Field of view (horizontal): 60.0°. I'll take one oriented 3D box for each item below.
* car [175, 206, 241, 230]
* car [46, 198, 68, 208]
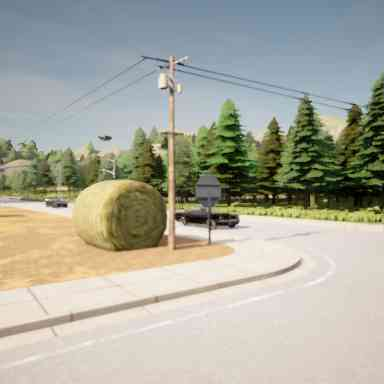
[{"bbox_3d":[0.935,1.622,21.720,1.895,1.301,4.718,0,0,-38],"label":"car"},{"bbox_3d":[-19.446,1.571,47.703,2.033,1.411,5.357,0,0,-38],"label":"car"}]
